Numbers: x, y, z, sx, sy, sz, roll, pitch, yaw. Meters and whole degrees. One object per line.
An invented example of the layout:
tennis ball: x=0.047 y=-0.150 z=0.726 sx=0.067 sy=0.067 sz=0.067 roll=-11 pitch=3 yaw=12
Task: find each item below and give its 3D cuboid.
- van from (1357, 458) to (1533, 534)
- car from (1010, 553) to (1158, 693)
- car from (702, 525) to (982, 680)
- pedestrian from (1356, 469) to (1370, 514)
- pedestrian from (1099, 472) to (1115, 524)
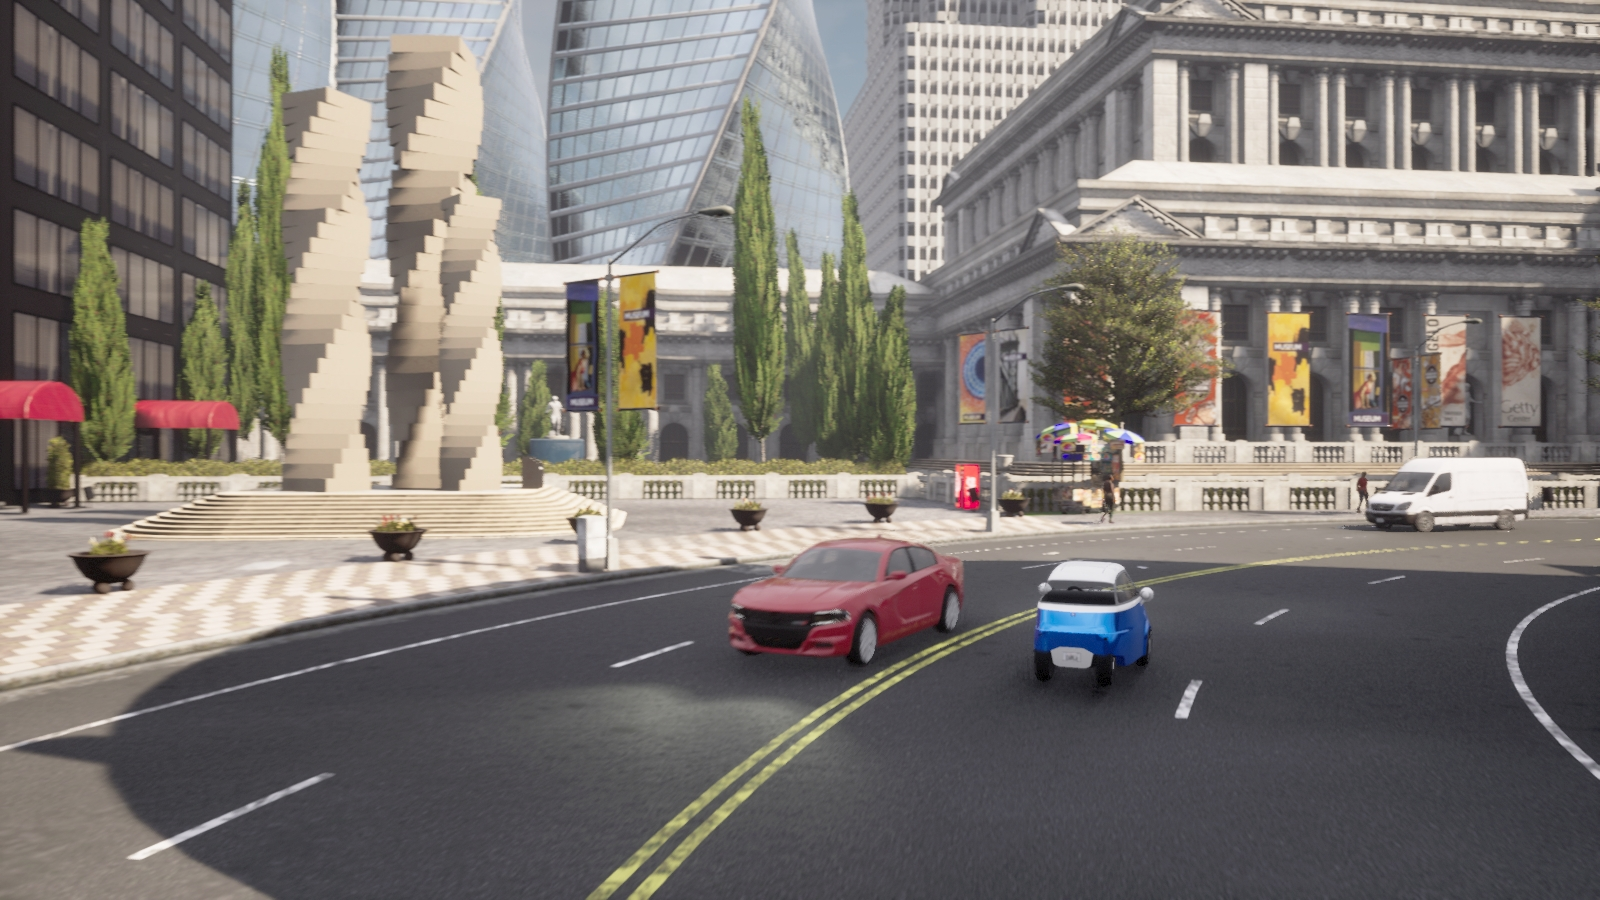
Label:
van: x=22.852 y=1.563 z=40.472 sx=5.915 sy=2.561 sz=1.988 roll=0 pitch=0 yaw=-19
car: x=3.661 y=2.128 z=14.544 sx=1.481 sy=1.376 sz=2.207 roll=0 pitch=0 yaw=24
car: x=0.824 y=2.041 z=16.642 sx=2.097 sy=1.535 sz=5.006 roll=0 pitch=0 yaw=28
pedestrian: x=23.592 y=1.728 z=47.882 sx=0.375 sy=1.860 sz=0.375 roll=0 pitch=0 yaw=-30
pedestrian: x=10.980 y=1.717 z=40.856 sx=0.375 sy=1.860 sz=0.375 roll=0 pitch=0 yaw=-27
